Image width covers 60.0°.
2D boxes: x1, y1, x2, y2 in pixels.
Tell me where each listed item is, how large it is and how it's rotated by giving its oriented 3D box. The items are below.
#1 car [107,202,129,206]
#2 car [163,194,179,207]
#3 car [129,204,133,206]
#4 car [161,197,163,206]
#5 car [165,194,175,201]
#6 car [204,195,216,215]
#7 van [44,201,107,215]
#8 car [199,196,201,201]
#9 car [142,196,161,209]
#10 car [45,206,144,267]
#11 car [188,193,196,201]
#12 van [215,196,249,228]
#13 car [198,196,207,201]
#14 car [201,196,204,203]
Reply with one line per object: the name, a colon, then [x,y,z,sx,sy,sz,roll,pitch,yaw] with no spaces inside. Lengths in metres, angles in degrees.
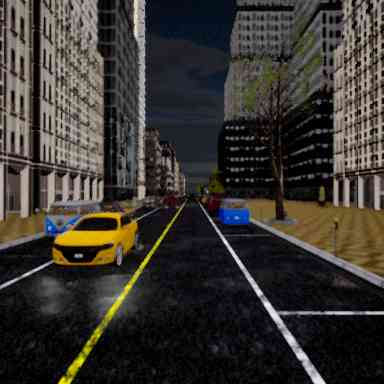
car: [-5.684,1.437,21.958,1.967,1.590,4.097,0,0,0]
car: [-3.067,1.486,53.004,1.882,1.535,5.008,0,0,0]
car: [-5.684,1.523,27.477,1.752,1.417,4.829,0,0,0]
car: [-5.682,1.451,56.093,1.967,1.590,4.097,0,0,0]
car: [-5.681,1.352,84.538,2.192,1.841,5.009,0,0,0]
car: [2.707,1.314,33.311,2.192,1.841,5.009,0,0,0]
van: [-5.683,1.339,16.269,1.690,1.788,3.998,0,0,0]
car: [3.003,1.476,69.143,1.801,1.575,5.366,0,0,0]
car: [-5.683,1.555,44.715,2.008,1.369,4.403,0,0,0]
car: [-3.099,1.475,11.593,1.882,1.535,5.008,0,0,0]
car: [0.004,1.348,82.522,1.837,1.490,4.892,0,0,0]
van: [2.705,1.338,21.932,1.690,1.788,3.998,0,0,0]
car: [2.665,1.602,84.511,1.947,1.339,4.313,0,0,0]
car: [2.680,1.589,50.377,1.802,1.307,4.206,0,0,0]
